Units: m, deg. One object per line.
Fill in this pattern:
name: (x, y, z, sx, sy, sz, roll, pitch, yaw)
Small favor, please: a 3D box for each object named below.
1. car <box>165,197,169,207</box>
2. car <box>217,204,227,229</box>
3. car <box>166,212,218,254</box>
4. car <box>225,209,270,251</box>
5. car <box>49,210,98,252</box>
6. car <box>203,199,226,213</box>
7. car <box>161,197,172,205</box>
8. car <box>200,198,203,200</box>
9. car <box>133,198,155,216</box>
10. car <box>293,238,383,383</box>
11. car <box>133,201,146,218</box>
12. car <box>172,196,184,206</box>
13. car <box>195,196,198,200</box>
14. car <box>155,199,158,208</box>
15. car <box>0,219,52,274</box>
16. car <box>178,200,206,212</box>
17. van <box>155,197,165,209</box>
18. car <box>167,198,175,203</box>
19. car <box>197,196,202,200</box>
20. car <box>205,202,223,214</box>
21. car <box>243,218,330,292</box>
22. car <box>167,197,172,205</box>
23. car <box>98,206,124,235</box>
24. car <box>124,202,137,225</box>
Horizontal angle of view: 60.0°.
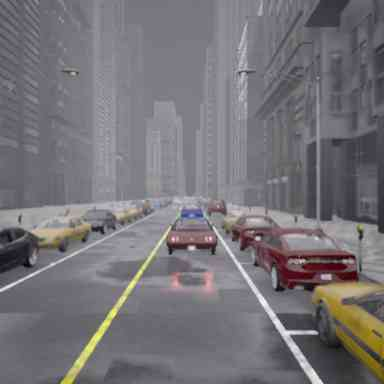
car: (-5.776, 2.138, 59.820, 2.008, 1.369, 4.403, 0, -1, 0)
car: (2.756, 1.721, 20.517, 1.752, 1.417, 4.829, 0, -1, 0)
car: (-0.001, 1.735, 14.108, 1.895, 1.301, 4.718, 0, -1, 0)
car: (2.758, 1.684, 14.707, 1.887, 1.381, 4.507, 0, -1, 0)
car: (-5.767, 1.663, 14.527, 1.752, 1.417, 4.829, 0, -1, 0)
car: (2.753, 1.674, 37.270, 2.192, 1.841, 5.009, 0, -1, 0)
car: (-5.780, 2.080, 76.744, 2.192, 1.841, 5.009, 0, -1, 0)
car: (2.750, 2.080, 54.188, 2.008, 1.369, 4.403, 0, -1, 0)
car: (-5.772, 1.673, 37.261, 2.192, 1.841, 5.009, 0, -1, 0)
car: (2.760, 1.560, 3.596, 1.752, 1.417, 4.829, 0, -1, 0)
car: (-5.771, 1.826, 31.448, 1.752, 1.417, 4.829, 0, -1, 0)
car: (-3.012, 2.226, 71.005, 1.812, 1.442, 4.674, 0, -1, 0)
car: (2.336, 2.376, 84.774, 1.812, 1.442, 4.674, 0, -1, 0)
car: (-5.773, 1.938, 42.729, 1.752, 1.417, 4.829, 0, -1, 0)
car: (-5.766, 1.651, 9.056, 1.947, 1.339, 4.313, 0, -1, 0)
car: (-0.001, 1.760, 29.476, 1.882, 1.535, 5.008, 0, 0, 0)
van: (-5.776, 1.870, 54.182, 1.690, 1.788, 3.998, 0, -1, 0)
car: (-5.782, 2.509, 93.663, 1.947, 1.339, 4.313, 0, -1, 0)
car: (2.746, 2.146, 71.109, 1.967, 1.590, 4.097, 0, -1, 0)
car: (2.752, 1.966, 42.907, 2.008, 1.369, 4.403, 0, -1, 0)
car: (2.759, 1.631, 9.066, 1.887, 1.381, 4.507, 0, -1, 0)
car: (-5.778, 1.961, 65.463, 2.192, 1.841, 5.009, 0, -1, 0)
car: (-5.769, 1.759, 20.337, 1.947, 1.339, 4.313, 0, -1, 0)
car: (-5.770, 1.771, 25.808, 1.752, 1.417, 4.829, 0, -1, 0)
